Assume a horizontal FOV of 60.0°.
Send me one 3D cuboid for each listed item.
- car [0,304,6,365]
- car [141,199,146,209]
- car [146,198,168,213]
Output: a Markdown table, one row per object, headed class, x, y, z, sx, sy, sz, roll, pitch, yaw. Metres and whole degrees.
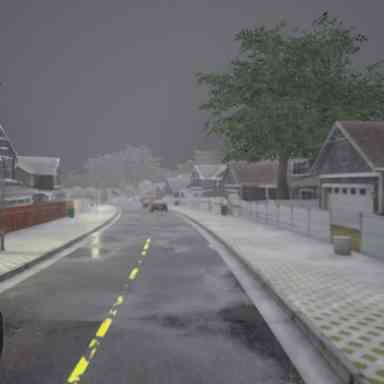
| class | x | y | z | sx | sy | sz | roll | pitch | yaw |
| --- | --- | --- | --- | --- | --- | --- | --- | --- | --- |
| car | -2.915 | 1.500 | 1.636 | 2.128 | 1.511 | 4.902 | 0 | 0 | -1 |
| car | -6.469 | 1.714 | 49.934 | 1.837 | 1.490 | 4.892 | -1 | 0 | -15 |
| car | -4.044 | 1.602 | 39.405 | 1.882 | 1.535 | 5.008 | 0 | 0 | -12 |
